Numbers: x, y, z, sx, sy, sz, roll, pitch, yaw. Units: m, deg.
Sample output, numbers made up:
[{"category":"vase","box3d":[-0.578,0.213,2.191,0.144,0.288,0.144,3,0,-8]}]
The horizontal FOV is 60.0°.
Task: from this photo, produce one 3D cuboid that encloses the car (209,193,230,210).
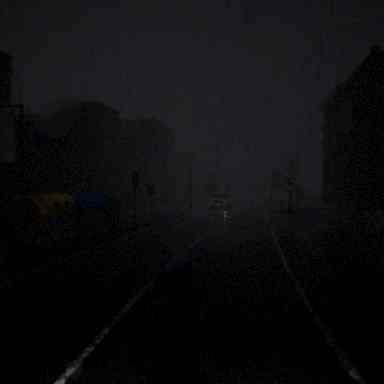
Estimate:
[{"category":"car","box3d":[3.566,1.131,41.766,2.150,2.045,5.566,1,0,11]}]
